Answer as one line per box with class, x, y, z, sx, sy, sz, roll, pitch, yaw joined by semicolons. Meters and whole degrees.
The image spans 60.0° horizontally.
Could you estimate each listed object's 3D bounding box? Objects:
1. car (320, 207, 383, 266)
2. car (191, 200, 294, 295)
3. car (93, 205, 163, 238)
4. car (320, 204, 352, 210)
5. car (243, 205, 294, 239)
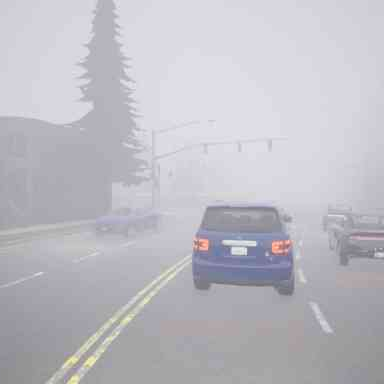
car;5.800;1.492;11.303;2.128;1.511;4.902;0;0;17
car;1.489;1.221;8.990;2.150;2.045;5.566;0;0;13
car;-3.281;1.477;17.931;1.882;1.535;5.008;0;0;20
car;8.863;1.492;20.112;2.128;1.511;4.902;0;0;20
car;4.473;1.547;18.726;2.033;1.411;5.357;0;0;21
